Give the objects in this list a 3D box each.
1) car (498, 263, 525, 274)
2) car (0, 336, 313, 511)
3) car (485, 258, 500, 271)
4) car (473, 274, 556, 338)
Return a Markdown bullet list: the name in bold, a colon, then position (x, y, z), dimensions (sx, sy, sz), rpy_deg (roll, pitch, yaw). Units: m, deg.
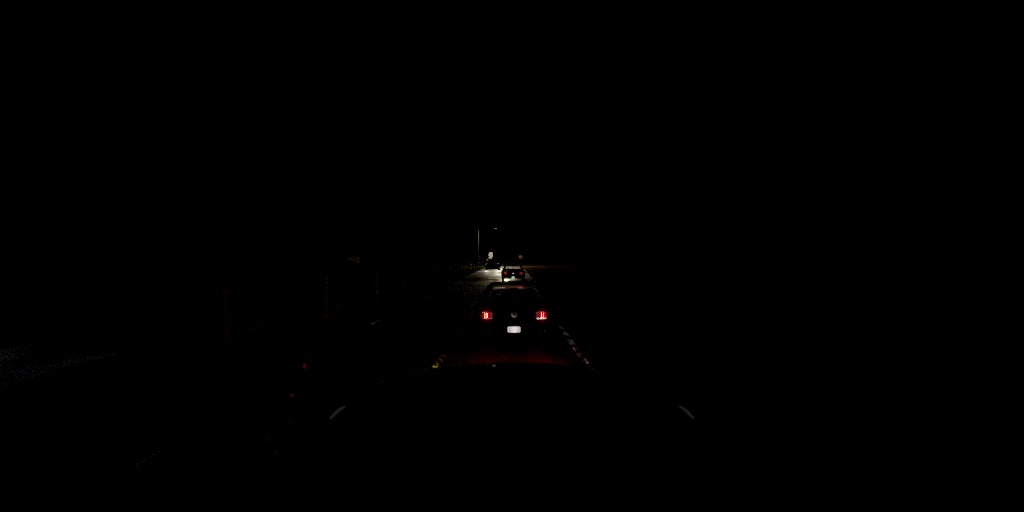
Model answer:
- **car**: position (0.084, 1.376, 29.955), dimensions (1.895, 1.301, 4.718), rpy_deg (0, 0, 0)
- **car**: position (-2.849, 1.276, 1.718), dimensions (1.812, 1.442, 4.674), rpy_deg (0, 0, 0)
- **car**: position (-2.776, 1.160, 51.915), dimensions (2.097, 1.767, 4.553), rpy_deg (0, 0, 0)
- **car**: position (0.061, 1.355, 10.220), dimensions (1.895, 1.301, 4.718), rpy_deg (0, 0, 0)
